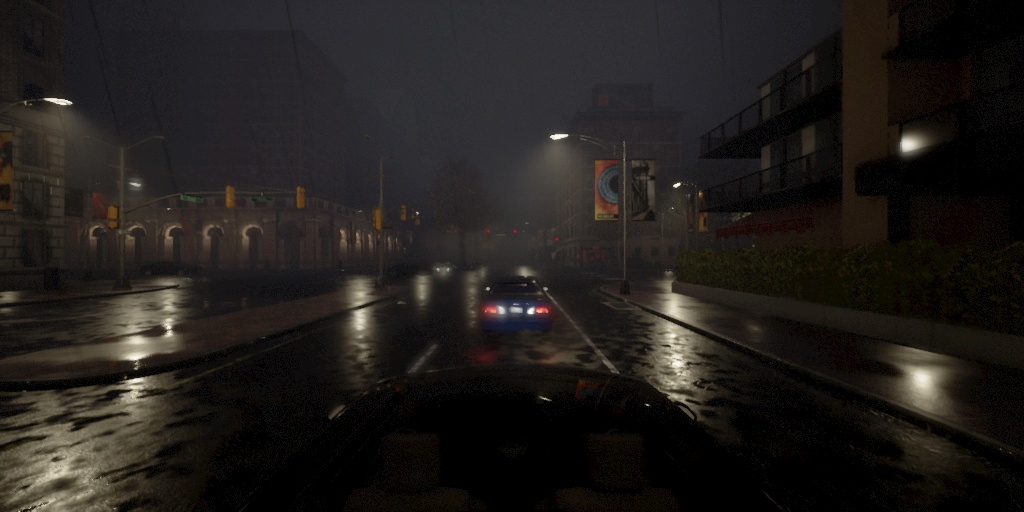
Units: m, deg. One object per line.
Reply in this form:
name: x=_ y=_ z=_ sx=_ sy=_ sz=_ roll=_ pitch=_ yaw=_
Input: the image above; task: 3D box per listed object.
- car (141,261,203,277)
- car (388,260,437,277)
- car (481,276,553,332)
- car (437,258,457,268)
car: x=-32.691 y=1.216 z=34.552 sx=5.008 sy=1.535 sz=1.882 roll=0 pitch=0 yaw=0
car: x=-9.747 y=1.302 z=34.470 sx=4.181 sy=1.385 sz=1.994 roll=0 pitch=0 yaw=0
car: x=0.144 y=1.294 z=10.749 sx=2.033 sy=1.411 sz=5.357 roll=0 pitch=0 yaw=1
car: x=-11.062 y=1.081 z=59.697 sx=2.097 sy=1.767 sz=4.553 roll=0 pitch=0 yaw=1
